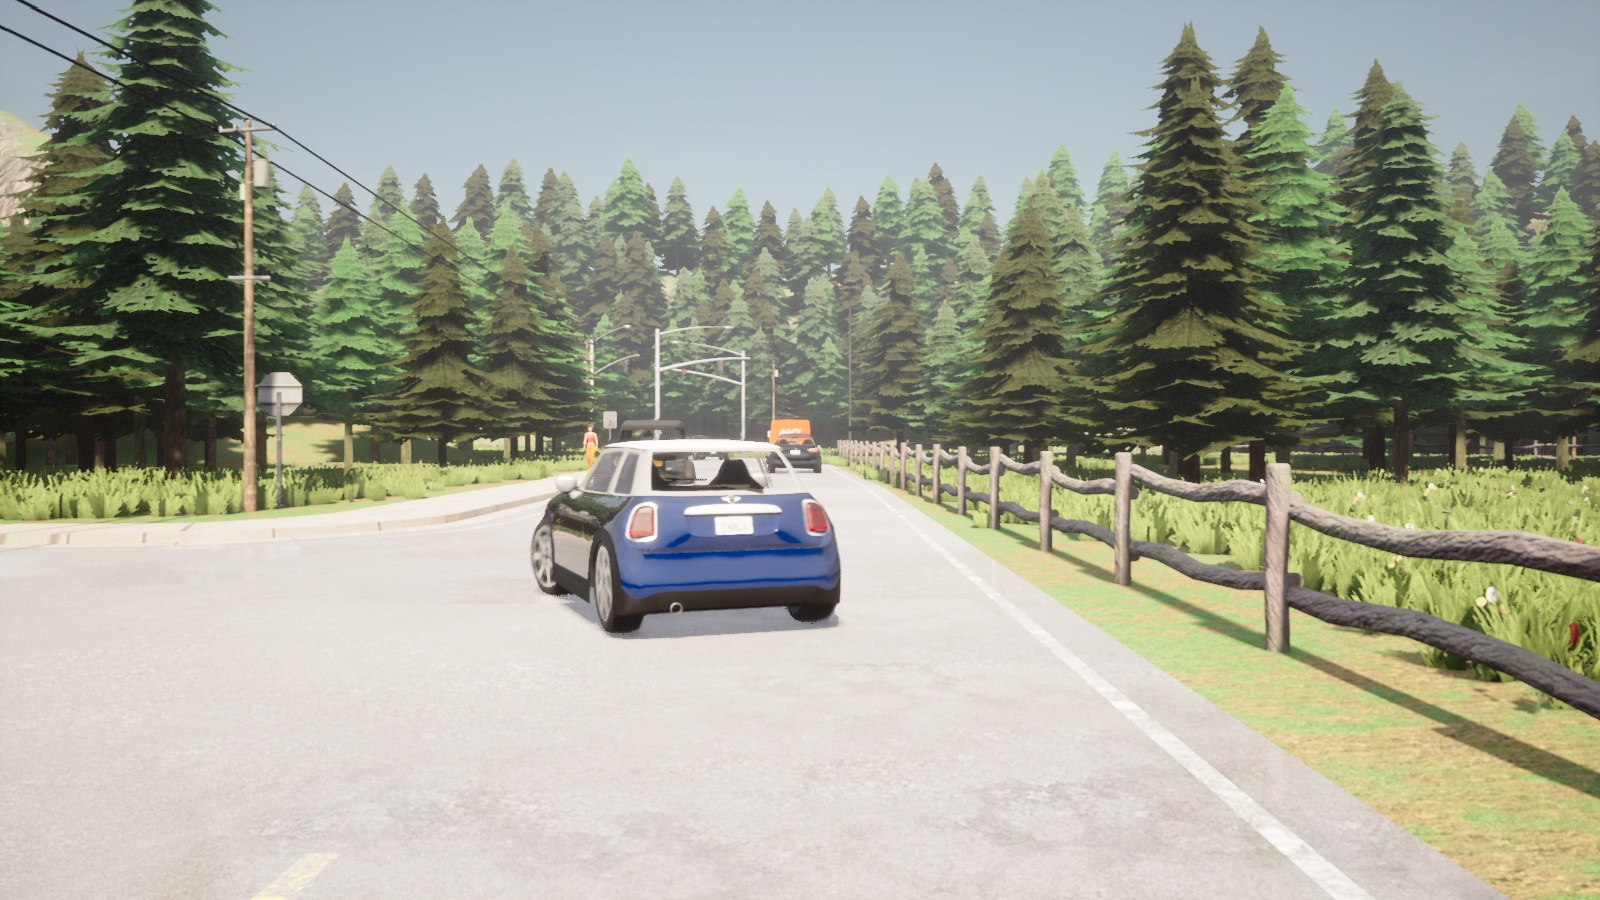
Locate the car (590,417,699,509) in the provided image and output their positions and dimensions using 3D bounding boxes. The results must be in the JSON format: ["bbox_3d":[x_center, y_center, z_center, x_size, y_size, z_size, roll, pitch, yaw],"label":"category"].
[{"bbox_3d":[-3.331,0.254,27.578,1.905,1.878,3.866,0,1,0],"label":"car"}]

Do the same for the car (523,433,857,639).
[{"bbox_3d":[-1.168,0.603,11.159,1.970,1.475,3.806,0,0,-21],"label":"car"}]

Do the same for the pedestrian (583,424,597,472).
[{"bbox_3d":[-8.007,-0.085,47.943,0.345,1.836,0.594,0,1,9],"label":"pedestrian"}]

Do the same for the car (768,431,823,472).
[{"bbox_3d":[-0.211,0.048,53.346,2.242,1.667,4.611,0,1,-1],"label":"car"}]

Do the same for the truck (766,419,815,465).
[{"bbox_3d":[-0.592,-0.458,70.267,2.627,2.467,5.204,0,1,-2],"label":"truck"}]
